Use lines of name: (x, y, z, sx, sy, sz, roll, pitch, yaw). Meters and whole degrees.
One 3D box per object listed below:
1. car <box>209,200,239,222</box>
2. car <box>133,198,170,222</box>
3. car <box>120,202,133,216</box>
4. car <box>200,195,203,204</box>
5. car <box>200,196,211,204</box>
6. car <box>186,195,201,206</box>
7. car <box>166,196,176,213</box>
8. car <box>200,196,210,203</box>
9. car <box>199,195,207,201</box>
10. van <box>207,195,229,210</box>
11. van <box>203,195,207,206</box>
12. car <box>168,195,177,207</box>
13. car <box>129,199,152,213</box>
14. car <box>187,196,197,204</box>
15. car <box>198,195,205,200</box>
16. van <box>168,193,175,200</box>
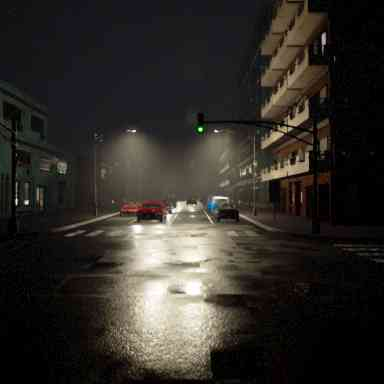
car: (2.691, 1.561, 26.276, 2.008, 1.369, 4.403, 1, 0, 0)
car: (-3.100, 1.487, 26.327, 1.882, 1.535, 5.008, 0, 0, 0)
car: (-5.693, 1.592, 31.816, 1.802, 1.307, 4.206, 1, 0, 0)
car: (2.679, 1.532, 54.349, 1.752, 1.417, 4.829, 1, 0, 0)
car: (2.674, 1.566, 65.341, 1.947, 1.339, 4.313, 1, 0, 0)
car: (-0.024, 1.553, 55.759, 2.033, 1.411, 5.357, 0, 0, 0)
car: (-3.103, 1.515, 36.370, 1.837, 1.490, 4.892, 0, 0, 0)
car: (2.671, 1.562, 70.922, 1.947, 1.339, 4.313, 1, 0, 0)
car: (2.667, 1.529, 82.084, 1.887, 1.381, 4.507, 1, 0, 0)
van: (2.691, 1.351, 31.855, 1.690, 1.788, 3.998, 1, 0, 0)
van: (2.686, 1.351, 43.018, 1.690, 1.788, 3.998, 1, 0, 0)
car: (-3.107, 1.500, 46.744, 2.128, 1.511, 4.902, 0, 0, 0)
car: (-5.695, 1.555, 37.397, 1.887, 1.381, 4.507, 1, 0, 0)
car: (-0.030, 1.547, 66.182, 2.033, 1.411, 5.357, 0, 0, 0)
car: (2.662, 1.523, 93.245, 2.008, 1.369, 4.403, 1, 0, 0)
van: (-5.714, 1.314, 93.199, 1.690, 1.788, 3.998, 1, 0, 0)
